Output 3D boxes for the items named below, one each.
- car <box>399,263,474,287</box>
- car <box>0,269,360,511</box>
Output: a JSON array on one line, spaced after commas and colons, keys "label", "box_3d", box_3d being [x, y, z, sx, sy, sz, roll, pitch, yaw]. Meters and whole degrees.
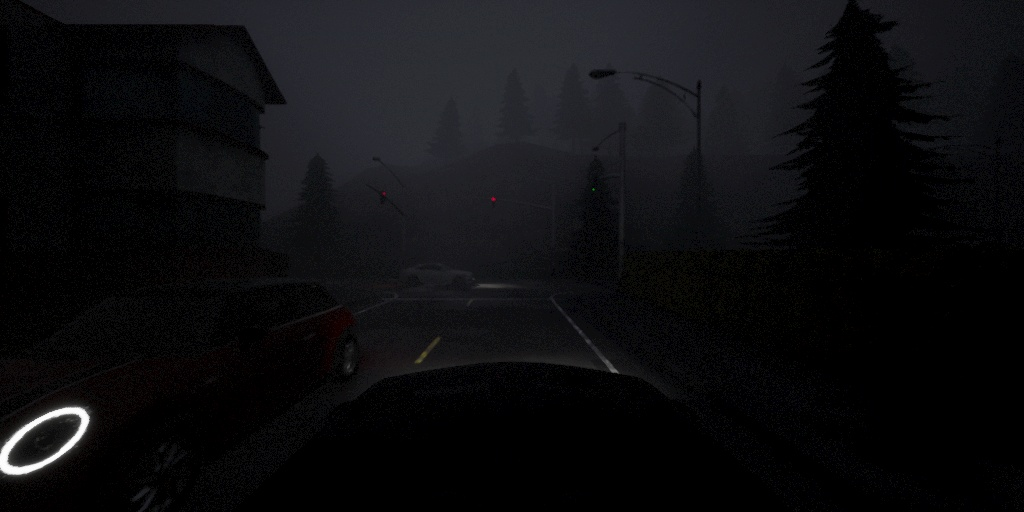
[{"label": "car", "box_3d": [-4.769, 1.161, 22.808, 4.674, 1.442, 1.812, 0, 0, 1]}, {"label": "car", "box_3d": [-3.579, 1.090, 4.027, 2.097, 1.767, 4.553, 0, 0, 0]}]
